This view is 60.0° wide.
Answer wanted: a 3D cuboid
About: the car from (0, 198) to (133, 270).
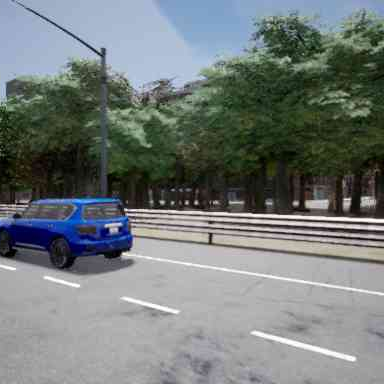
[{"bbox_3d":[-4.482,1.234,11.375,5.566,2.045,2.150,0,0,36],"label":"car"}]
